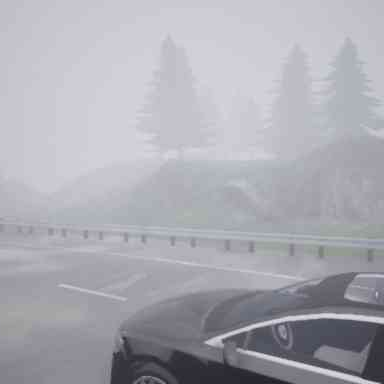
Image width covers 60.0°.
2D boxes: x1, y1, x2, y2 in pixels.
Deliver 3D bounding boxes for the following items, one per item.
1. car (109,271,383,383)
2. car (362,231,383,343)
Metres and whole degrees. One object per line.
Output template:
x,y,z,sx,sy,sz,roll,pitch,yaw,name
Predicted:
1.399,1.467,2.708,4.902,1.511,2.128,0,0,35,car
5.341,1.497,4.269,5.357,1.411,2.033,0,0,36,car
